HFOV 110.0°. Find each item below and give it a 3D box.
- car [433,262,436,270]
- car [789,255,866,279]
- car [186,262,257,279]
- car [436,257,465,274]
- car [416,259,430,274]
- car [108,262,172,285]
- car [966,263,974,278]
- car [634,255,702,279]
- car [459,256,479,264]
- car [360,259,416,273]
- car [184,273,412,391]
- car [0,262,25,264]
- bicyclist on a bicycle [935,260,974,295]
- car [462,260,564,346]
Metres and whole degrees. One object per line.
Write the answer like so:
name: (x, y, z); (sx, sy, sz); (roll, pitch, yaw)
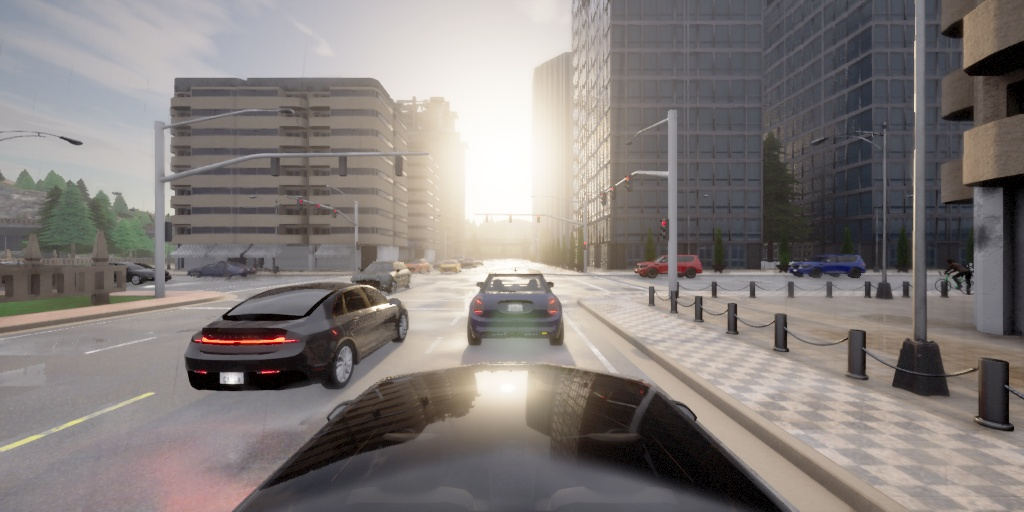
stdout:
car: (-10.533, 1.276, 53.475); (1.812, 1.442, 4.674); (0, 0, 0)
car: (27.604, 0.916, 31.443); (5.566, 2.045, 2.150); (0, 0, 0)
car: (-25.527, 1.242, 31.621); (5.357, 1.411, 2.033); (0, 0, 6)
car: (-7.054, 1.228, 41.404); (1.882, 1.535, 5.008); (0, 0, 0)
car: (-10.817, 1.102, 40.432); (2.097, 1.767, 4.553); (0, 0, 3)
car: (-26.505, 1.199, 24.902); (4.892, 1.490, 1.837); (0, 0, 4)
car: (43.438, 0.916, 31.294); (5.566, 2.045, 2.150); (0, 0, 2)
car: (13.707, 0.917, 31.536); (5.566, 2.045, 2.150); (0, 0, 0)
car: (-7.018, 1.103, 58.742); (2.097, 1.767, 4.553); (0, 0, 0)
car: (-7.084, 1.081, 19.769); (2.097, 1.767, 4.553); (0, 0, 0)
car: (-3.427, 1.255, 6.831); (1.837, 1.490, 4.892); (0, 0, 0)
car: (-36.408, 1.199, 26.247); (4.892, 1.490, 1.837); (0, 0, 15)
bicyclist on a bicycle: (21.018, 0.996, 17.004); (0.582, 1.620, 1.656); (0, 0, 0)
car: (0.090, 1.102, 9.603); (2.097, 1.767, 4.553); (0, 0, 0)
